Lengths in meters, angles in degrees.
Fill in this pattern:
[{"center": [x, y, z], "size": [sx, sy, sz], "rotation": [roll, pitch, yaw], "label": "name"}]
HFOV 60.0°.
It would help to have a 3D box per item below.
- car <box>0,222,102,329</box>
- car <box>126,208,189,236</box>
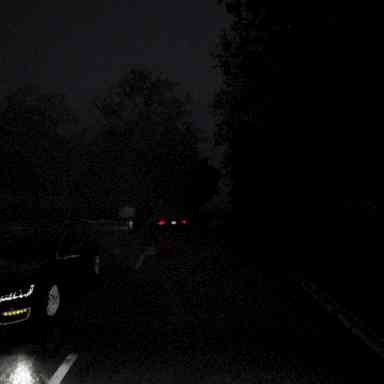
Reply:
[{"center": [-3.347, 1.505, 7.288], "size": [1.837, 1.490, 4.892], "rotation": [1, 0, -1], "label": "car"}, {"center": [-2.069, 1.581, 18.537], "size": [2.033, 1.411, 5.357], "rotation": [1, -1, -28], "label": "car"}]
